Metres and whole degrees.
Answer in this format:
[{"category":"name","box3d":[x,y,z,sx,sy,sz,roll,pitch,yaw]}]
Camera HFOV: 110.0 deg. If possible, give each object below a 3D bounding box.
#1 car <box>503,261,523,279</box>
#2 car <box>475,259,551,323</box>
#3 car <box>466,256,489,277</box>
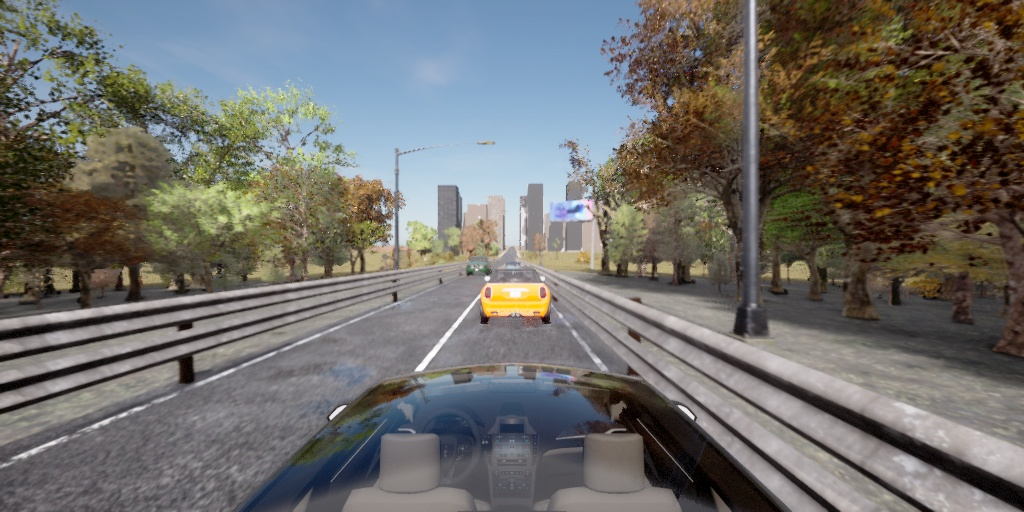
[{"category":"car","box3d":[0.090,1.272,34.140,1.837,1.490,4.892,0,0,0]},{"category":"car","box3d":[0.101,1.104,12.286,2.097,1.767,4.553,0,0,0]},{"category":"car","box3d":[-3.356,0.993,36.888,2.150,2.045,5.566,0,0,0]}]
